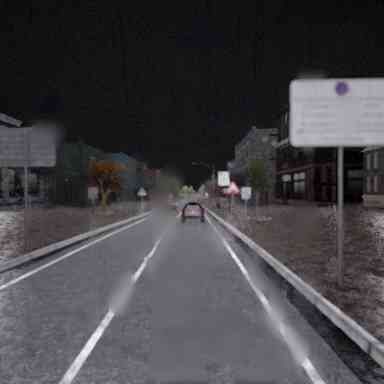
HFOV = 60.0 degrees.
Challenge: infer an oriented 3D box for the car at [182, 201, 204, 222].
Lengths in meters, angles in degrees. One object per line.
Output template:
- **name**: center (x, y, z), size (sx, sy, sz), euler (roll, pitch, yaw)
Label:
- **car**: center (0.088, 1.727, 29.498), size (2.033, 1.649, 4.856), euler (0, -1, 0)

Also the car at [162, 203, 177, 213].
- **car**: center (-3.080, 2.200, 46.156), size (1.895, 1.301, 4.718), euler (0, -1, 0)

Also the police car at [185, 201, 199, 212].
- **police car**: center (0.015, 2.187, 51.142), size (2.038, 1.542, 4.974), euler (0, -1, 0)
